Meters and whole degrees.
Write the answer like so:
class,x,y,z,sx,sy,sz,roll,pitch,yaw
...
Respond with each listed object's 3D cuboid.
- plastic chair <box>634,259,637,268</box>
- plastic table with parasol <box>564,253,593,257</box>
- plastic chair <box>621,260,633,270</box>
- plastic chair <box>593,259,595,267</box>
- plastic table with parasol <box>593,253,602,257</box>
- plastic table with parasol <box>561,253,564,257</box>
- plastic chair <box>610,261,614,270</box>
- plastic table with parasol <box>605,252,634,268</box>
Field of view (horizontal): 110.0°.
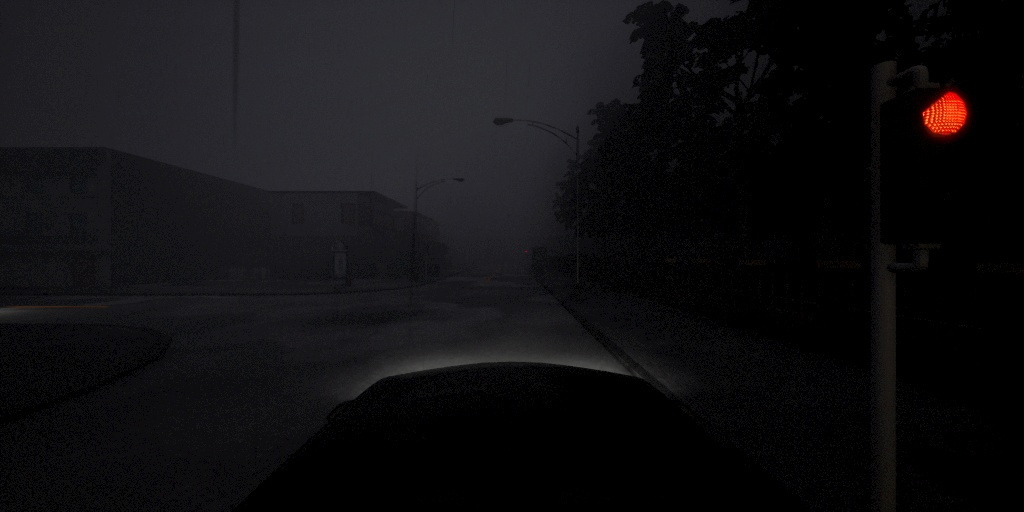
class,x,y,z,sx,sy,sz,roll,pitch,yaw
plastic chair,18.661,1.161,54.665,0.750,1.272,0.730,0,0,-39
plastic table with parasol,9.987,0.684,53.957,2.482,2.480,2.482,0,0,-40
plastic chair,16.038,1.296,50.218,0.750,1.272,0.730,0,0,-40
plastic chair,13.734,1.304,58.543,0.730,1.272,0.750,0,0,-35
plastic table with parasol,14.686,0.673,59.431,2.482,2.480,2.482,0,0,-42
plastic table with parasol,10.700,0.705,62.399,2.482,2.480,2.482,0,0,-40
plastic chair,14.332,1.306,50.316,0.730,1.272,0.750,0,0,-35
plastic table with parasol,15.306,0.694,51.217,2.482,2.480,2.482,0,0,-40
